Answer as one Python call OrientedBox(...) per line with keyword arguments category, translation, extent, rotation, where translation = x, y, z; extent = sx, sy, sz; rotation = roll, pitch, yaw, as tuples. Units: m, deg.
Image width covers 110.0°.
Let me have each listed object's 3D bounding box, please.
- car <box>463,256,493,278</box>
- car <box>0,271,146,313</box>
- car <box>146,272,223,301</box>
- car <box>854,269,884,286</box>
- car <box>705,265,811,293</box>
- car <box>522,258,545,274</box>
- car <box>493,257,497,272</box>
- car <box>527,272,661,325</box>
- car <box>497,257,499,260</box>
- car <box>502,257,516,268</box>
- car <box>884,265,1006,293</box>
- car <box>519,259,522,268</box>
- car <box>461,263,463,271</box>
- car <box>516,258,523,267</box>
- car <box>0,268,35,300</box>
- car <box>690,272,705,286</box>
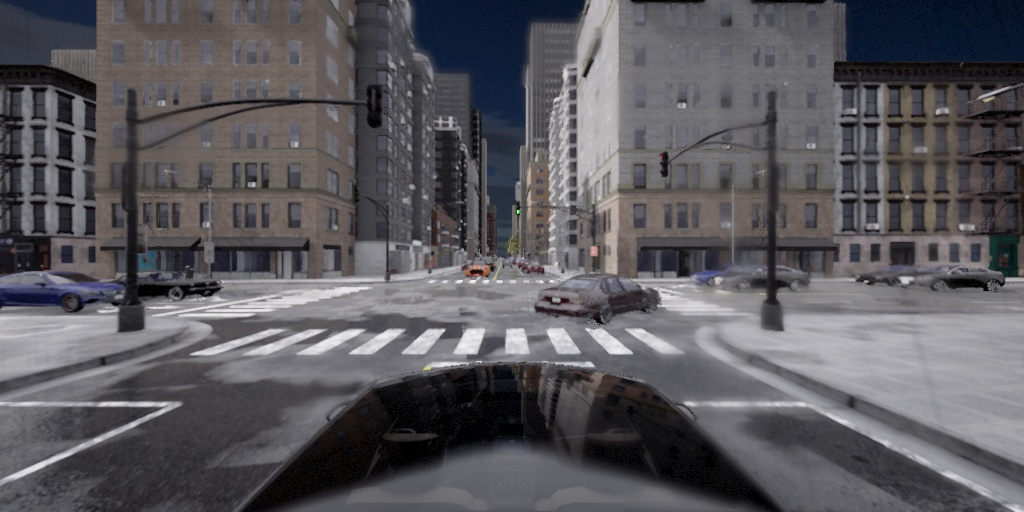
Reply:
OrientedBox(category="car", translation=(-3.268, 1.169, 35.180), extent=(2.097, 1.767, 4.553), rotation=(0, 0, 0))
OrientedBox(category="car", translation=(-17.285, 1.304, 13.584), extent=(4.674, 1.442, 1.812), rotation=(0, 0, -2))
OrientedBox(category="car", translation=(-16.503, 1.386, 16.840), extent=(4.718, 1.301, 1.895), rotation=(0, 0, 0))
OrientedBox(category="car", translation=(26.125, 1.320, 23.772), extent=(5.357, 1.411, 2.033), rotation=(0, 0, 0))
OrientedBox(category="car", translation=(14.177, 1.258, 20.461), extent=(4.902, 1.511, 2.128), rotation=(0, 0, 0))
OrientedBox(category="car", translation=(2.576, 1.270, 40.796), extent=(1.967, 1.591, 4.097), rotation=(0, 0, -1))
OrientedBox(category="car", translation=(-3.526, 1.074, 49.016), extent=(2.150, 2.045, 5.566), rotation=(0, 0, -1))
OrientedBox(category="car", translation=(3.059, 1.301, 12.008), extent=(5.357, 1.411, 2.033), rotation=(0, 0, -45))
OrientedBox(category="car", translation=(-3.804, 1.246, 63.353), extent=(2.097, 1.767, 4.553), rotation=(0, 0, -1))
OrientedBox(category="car", translation=(-0.816, 1.448, 65.243), extent=(2.033, 1.411, 5.357), rotation=(0, 0, -1))
OrientedBox(category="car", translation=(24.957, 1.257, 20.516), extent=(4.902, 1.511, 2.128), rotation=(0, 0, 0))
OrientedBox(category="car", translation=(2.329, 1.440, 52.103), extent=(1.802, 1.307, 4.207), rotation=(0, 0, -1))
OrientedBox(category="car", translation=(-6.194, 1.297, 51.926), extent=(1.967, 1.591, 4.097), rotation=(0, 0, -1))
OrientedBox(category="car", translation=(2.083, 1.474, 63.405), extent=(1.802, 1.307, 4.207), rotation=(0, 0, -1))
OrientedBox(category="car", translation=(-25.915, 1.323, 16.790), extent=(4.674, 1.442, 1.812), rotation=(0, 0, 0))
OrientedBox(category="car", translation=(14.309, 1.300, 23.710), extent=(4.674, 1.442, 1.812), rotation=(0, 0, 0))
